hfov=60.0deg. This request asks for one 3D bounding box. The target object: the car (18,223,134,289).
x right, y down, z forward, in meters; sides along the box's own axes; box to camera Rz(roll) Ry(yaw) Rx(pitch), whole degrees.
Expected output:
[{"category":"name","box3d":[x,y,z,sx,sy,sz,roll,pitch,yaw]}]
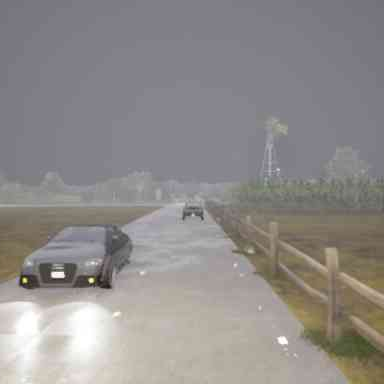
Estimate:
[{"category":"car","box3d":[-2.851,1.575,9.059,1.994,1.385,4.181,0,0,0]}]

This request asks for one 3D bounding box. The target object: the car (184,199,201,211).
[{"category":"car","box3d":[0.049,1.704,45.191,2.128,1.511,4.902,0,-1,0]}]

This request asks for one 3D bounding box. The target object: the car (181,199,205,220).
[{"category":"car","box3d":[0.082,1.601,29.385,1.837,1.490,4.892,0,0,0]}]
